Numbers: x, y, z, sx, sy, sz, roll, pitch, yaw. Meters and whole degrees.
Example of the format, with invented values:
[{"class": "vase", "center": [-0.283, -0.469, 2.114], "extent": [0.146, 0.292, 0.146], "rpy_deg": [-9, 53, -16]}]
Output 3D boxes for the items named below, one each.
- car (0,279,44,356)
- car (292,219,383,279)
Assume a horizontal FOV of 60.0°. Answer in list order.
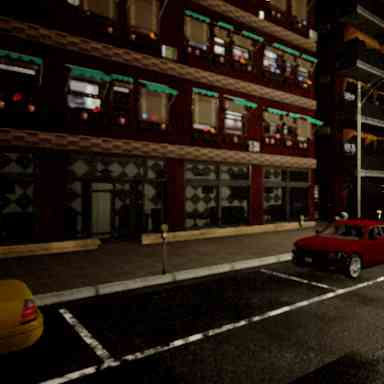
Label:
[{"class": "car", "center": [-4.254, 1.526, 3.522], "extent": [4.829, 1.417, 1.752], "rpy_deg": [0, 0, -36]}, {"class": "car", "center": [4.903, 1.543, 10.057], "extent": [4.507, 1.381, 1.887], "rpy_deg": [0, 0, -36]}]
